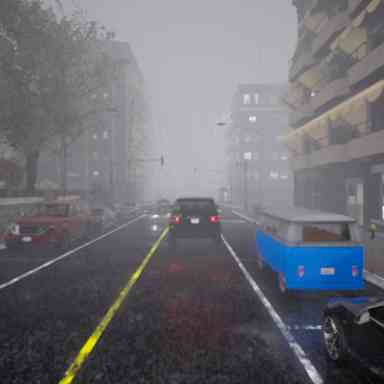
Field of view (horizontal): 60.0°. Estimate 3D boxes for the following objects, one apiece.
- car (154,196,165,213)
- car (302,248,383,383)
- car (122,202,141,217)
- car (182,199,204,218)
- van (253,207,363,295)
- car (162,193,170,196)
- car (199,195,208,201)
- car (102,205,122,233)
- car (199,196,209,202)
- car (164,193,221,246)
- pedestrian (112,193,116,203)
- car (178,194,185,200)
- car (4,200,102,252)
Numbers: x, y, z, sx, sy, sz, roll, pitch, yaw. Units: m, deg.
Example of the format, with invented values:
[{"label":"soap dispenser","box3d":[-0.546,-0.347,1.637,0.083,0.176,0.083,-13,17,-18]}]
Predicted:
[{"label":"car","box3d":[-3.006,1.543,36.365,1.837,1.490,4.892,0,0,0]},{"label":"car","box3d":[2.687,1.564,2.907,1.947,1.339,4.313,0,0,0]},{"label":"car","box3d":[-5.697,1.567,30.581,1.802,1.307,4.206,0,0,0]},{"label":"car","box3d":[0.096,1.463,31.089,1.882,1.535,5.008,0,0,0]},{"label":"van","box3d":[2.685,1.336,8.442,1.690,1.788,3.998,0,0,0]},{"label":"car","box3d":[-5.703,1.415,62.992,1.967,1.590,4.097,0,0,0]},{"label":"car","box3d":[2.675,1.515,79.903,1.887,1.381,4.507,0,0,0]},{"label":"car","box3d":[-5.695,1.556,19.511,1.947,1.339,4.313,0,0,0]},{"label":"car","box3d":[2.676,1.522,74.265,2.008,1.369,4.403,0,0,0]},{"label":"car","box3d":[0.105,1.212,15.365,2.150,2.045,5.566,0,0,0]},{"label":"pedestrian","box3d":[-12.721,0.881,53.983,0.375,1.860,0.375,0,-1,-1]},{"label":"car","box3d":[-3.014,1.424,95.360,1.994,1.385,4.181,0,0,0]},{"label":"car","box3d":[-5.696,1.307,13.976,2.192,1.841,5.009,0,0,0]}]
